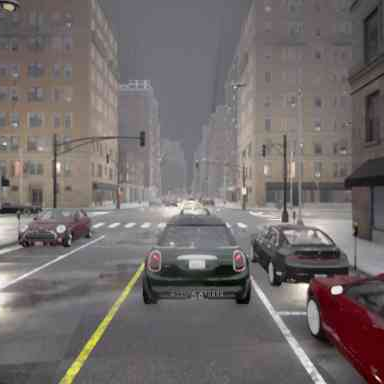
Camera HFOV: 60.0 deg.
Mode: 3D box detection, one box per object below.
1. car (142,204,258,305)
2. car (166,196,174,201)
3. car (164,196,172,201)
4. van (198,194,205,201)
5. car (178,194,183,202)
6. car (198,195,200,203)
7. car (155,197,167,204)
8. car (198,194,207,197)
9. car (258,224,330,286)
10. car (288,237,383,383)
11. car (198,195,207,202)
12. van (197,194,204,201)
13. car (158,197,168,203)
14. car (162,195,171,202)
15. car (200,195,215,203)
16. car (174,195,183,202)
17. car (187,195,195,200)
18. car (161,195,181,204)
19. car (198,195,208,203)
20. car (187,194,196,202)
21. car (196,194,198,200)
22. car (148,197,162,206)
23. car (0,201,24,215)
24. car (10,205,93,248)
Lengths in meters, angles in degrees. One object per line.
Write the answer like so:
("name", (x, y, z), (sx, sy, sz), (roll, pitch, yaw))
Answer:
("car", (0.070, 1.352, 8.256), (2.097, 1.767, 4.553), (0, 0, -1))
("car", (-6.161, 1.697, 91.555), (1.947, 1.339, 4.313), (0, 0, 0))
("car", (-6.120, 1.692, 86.047), (1.802, 1.307, 4.206), (0, 0, 0))
("van", (2.407, 1.452, 86.102), (1.690, 1.788, 3.998), (0, 0, 0))
("car", (-3.139, 1.657, 67.956), (1.895, 1.301, 4.718), (0, 0, 0))
("car", (2.609, 1.602, 58.566), (1.947, 1.339, 4.313), (0, 0, 0))
("car", (-5.956, 1.591, 64.016), (1.887, 1.381, 4.507), (0, 0, 0))
("car", (2.567, 1.573, 64.243), (1.752, 1.417, 4.829), (0, 0, 0))
("car", (2.694, 1.550, 9.132), (2.008, 1.369, 4.403), (0, 0, 0))
("car", (2.683, 1.544, 3.641), (1.887, 1.381, 4.507), (0, 0, 0))
("car", (2.447, 1.532, 80.594), (1.967, 1.590, 4.097), (0, 0, 0))
("van", (2.365, 1.473, 91.609), (1.690, 1.788, 3.998), (0, 0, 0))
("car", (-5.998, 1.642, 69.523), (1.802, 1.307, 4.206), (0, 0, 0))
("car", (-6.078, 1.532, 80.540), (1.967, 1.590, 4.097), (0, 0, 0))
("car", (2.650, 1.572, 53.059), (1.887, 1.381, 4.507), (0, 0, 0))
("car", (-3.211, 1.586, 78.683), (1.837, 1.490, 4.892), (0, 0, 0))
("car", (-0.299, 1.512, 90.537), (1.994, 1.385, 4.181), (0, 0, 0))
("car", (-3.094, 1.571, 50.675), (2.033, 1.411, 5.357), (0, 0, -1))
("car", (2.487, 1.515, 75.088), (1.967, 1.590, 4.097), (0, 0, 0))
("car", (-0.224, 1.679, 80.561), (1.895, 1.301, 4.718), (0, 0, 0))
("car", (2.529, 1.375, 69.581), (2.192, 1.841, 5.009), (0, 0, 0))
("car", (-5.875, 1.577, 53.000), (2.008, 1.369, 4.403), (0, 0, 0))
("car", (-16.328, 1.521, 30.671), (4.718, 1.301, 1.895), (0, 0, 0))
("car", (-5.820, 1.440, 14.638), (1.967, 1.590, 4.097), (0, 0, 0))
